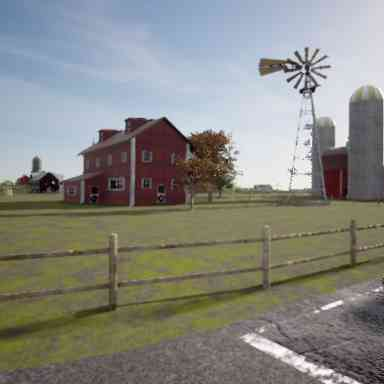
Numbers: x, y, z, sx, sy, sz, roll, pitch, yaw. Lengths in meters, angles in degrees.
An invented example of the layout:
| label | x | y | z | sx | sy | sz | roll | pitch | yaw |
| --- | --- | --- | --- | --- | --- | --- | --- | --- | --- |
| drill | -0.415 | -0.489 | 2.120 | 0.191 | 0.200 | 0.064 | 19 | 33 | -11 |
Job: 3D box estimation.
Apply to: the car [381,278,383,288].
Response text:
| label | x | y | z | sx | sy | sz | roll | pitch | yaw |
| --- | --- | --- | --- | --- | --- | --- | --- | --- | --- |
| car | 6.561 | 1.562 | 7.737 | 5.357 | 1.411 | 2.033 | 0 | 0 | -35 |
